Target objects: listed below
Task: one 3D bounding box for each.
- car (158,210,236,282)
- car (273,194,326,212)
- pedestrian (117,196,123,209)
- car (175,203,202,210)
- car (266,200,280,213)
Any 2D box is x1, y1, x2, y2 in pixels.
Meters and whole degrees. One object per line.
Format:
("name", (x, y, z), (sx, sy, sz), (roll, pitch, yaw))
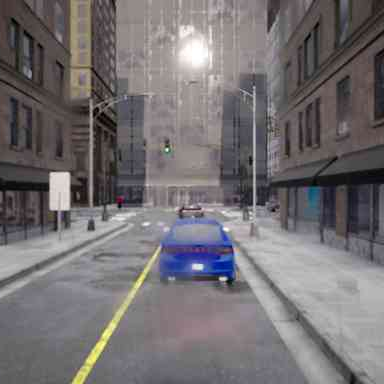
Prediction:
("car", (0.133, 1.519, 9.901), (1.882, 1.535, 5.008), (0, 0, 0))
("car", (12.736, 1.247, 39.704), (5.566, 2.045, 2.150), (0, 0, 0))
("pedestrian", (-9.505, 1.344, 43.872), (0.375, 1.860, 0.375), (0, 0, 0))
("car", (-0.236, 1.606, 26.007), (2.128, 1.511, 4.902), (0, 0, -6))
("car", (10.514, 1.396, 36.455), (4.553, 1.767, 2.097), (0, 0, 0))
